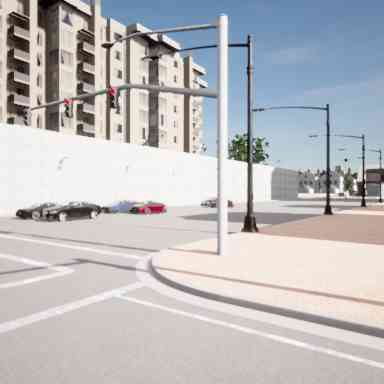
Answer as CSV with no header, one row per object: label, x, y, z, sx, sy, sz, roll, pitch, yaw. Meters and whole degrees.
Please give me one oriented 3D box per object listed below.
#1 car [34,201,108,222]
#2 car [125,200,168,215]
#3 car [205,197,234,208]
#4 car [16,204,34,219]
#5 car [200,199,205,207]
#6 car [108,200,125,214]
car,-9.558,1.473,26.700,2.128,1.511,4.902,0,0,36
car,-4.368,1.545,33.932,1.994,1.385,4.181,0,0,36
car,4.081,1.545,45.698,1.994,1.385,4.181,0,0,36
car,-12.657,1.543,28.373,1.994,1.385,4.181,0,0,35
car,3.094,1.472,50.311,2.128,1.511,4.902,0,0,36
car,-7.337,1.526,35.807,2.033,1.411,5.357,0,0,36
